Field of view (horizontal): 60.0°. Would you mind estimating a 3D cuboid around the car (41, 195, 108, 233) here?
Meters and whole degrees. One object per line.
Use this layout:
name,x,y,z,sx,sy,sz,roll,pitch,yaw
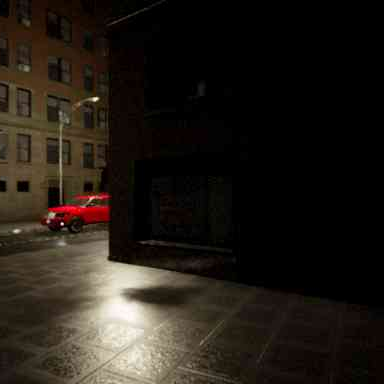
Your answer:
car,-6.082,1.217,19.984,2.150,2.045,5.566,0,0,35
